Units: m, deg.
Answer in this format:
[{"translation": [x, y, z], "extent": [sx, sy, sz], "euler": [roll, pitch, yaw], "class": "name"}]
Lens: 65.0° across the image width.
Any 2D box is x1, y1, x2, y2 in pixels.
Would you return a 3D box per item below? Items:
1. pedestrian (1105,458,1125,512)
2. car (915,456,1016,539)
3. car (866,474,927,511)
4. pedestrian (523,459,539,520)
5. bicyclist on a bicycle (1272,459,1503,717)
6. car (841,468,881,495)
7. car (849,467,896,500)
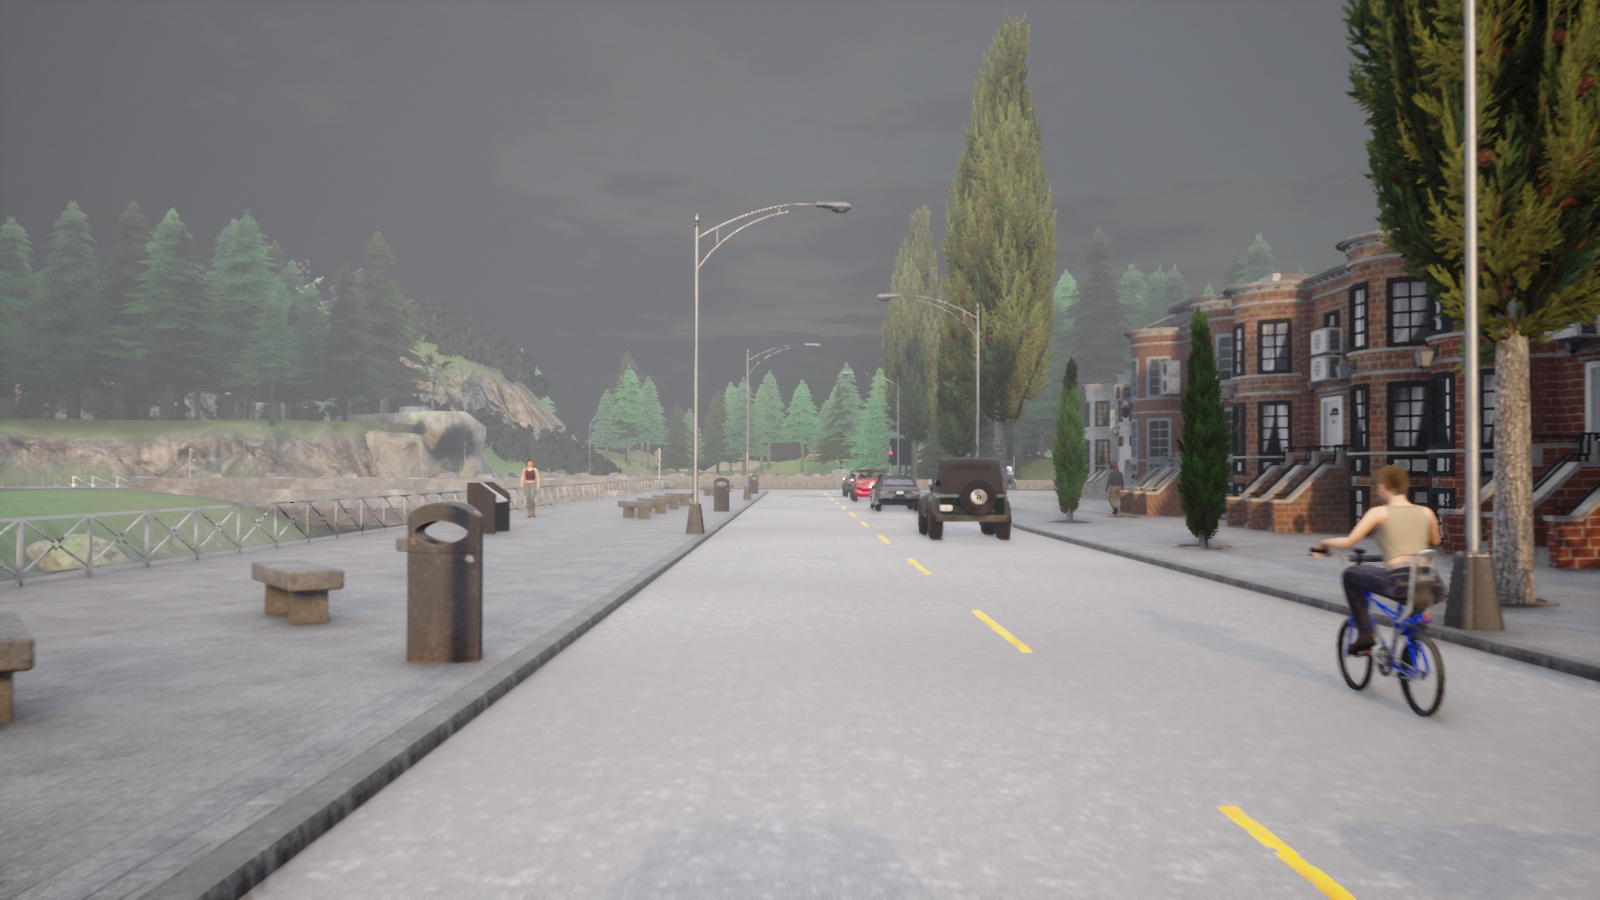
[{"translation": [10.769, 1.196, 42.944], "extent": [0.370, 1.835, 0.726], "euler": [0, -1, -14], "class": "pedestrian"}, {"translation": [3.920, 1.102, 30.268], "extent": [1.905, 1.878, 3.866], "euler": [0, -1, 0], "class": "car"}, {"translation": [3.867, 1.704, 51.232], "extent": [2.033, 1.411, 5.357], "euler": [0, -1, 0], "class": "car"}, {"translation": [-8.163, 1.196, 38.142], "extent": [0.345, 1.836, 0.594], "euler": [0, -1, 0], "class": "pedestrian"}, {"translation": [3.976, 0.880, 8.656], "extent": [0.866, 1.612, 1.509], "euler": [0, -1, 0], "class": "bicyclist on a bicycle"}, {"translation": [3.794, 1.964, 78.892], "extent": [2.242, 1.667, 4.611], "euler": [0, -1, 0], "class": "car"}, {"translation": [3.824, 1.770, 67.270], "extent": [2.242, 1.667, 4.611], "euler": [0, -1, 0], "class": "car"}]
